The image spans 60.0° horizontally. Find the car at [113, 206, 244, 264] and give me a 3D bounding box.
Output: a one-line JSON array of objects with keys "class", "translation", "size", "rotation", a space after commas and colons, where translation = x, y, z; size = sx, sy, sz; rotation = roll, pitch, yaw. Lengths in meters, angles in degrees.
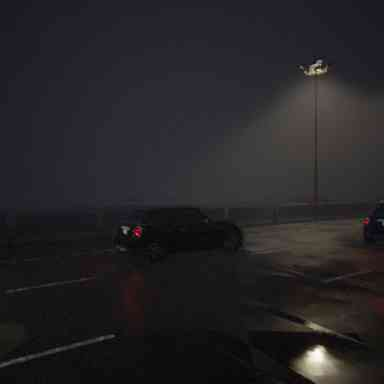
[{"class": "car", "translation": [-0.351, 1.259, 11.753], "size": [4.553, 1.767, 2.097], "rotation": [-1, 1, -33]}]

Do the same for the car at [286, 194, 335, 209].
[{"class": "car", "translation": [12.649, 1.220, 34.984], "size": [4.718, 1.301, 1.895], "rotation": [-1, 1, -24]}]

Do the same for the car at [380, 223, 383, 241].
[{"class": "car", "translation": [6.685, 1.450, 7.888], "size": [4.181, 1.385, 1.994], "rotation": [-1, 1, -32]}]

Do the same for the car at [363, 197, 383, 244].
[{"class": "car", "translation": [8.992, 1.176, 13.270], "size": [4.553, 1.767, 2.097], "rotation": [-1, 1, -30]}]

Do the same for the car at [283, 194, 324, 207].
[{"class": "car", "translation": [14.559, 1.027, 43.425], "size": [4.902, 1.511, 2.128], "rotation": [-1, 0, -23]}]
